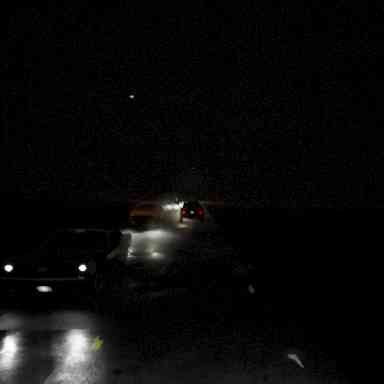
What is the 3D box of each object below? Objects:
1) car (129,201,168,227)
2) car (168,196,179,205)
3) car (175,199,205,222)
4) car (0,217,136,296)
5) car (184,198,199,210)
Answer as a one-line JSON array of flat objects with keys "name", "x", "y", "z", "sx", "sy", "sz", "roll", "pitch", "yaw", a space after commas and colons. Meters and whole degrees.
[{"name": "car", "x": -2.912, "y": 1.405, "z": 22.089, "sx": 1.882, "sy": 1.535, "sz": 5.008, "roll": 0, "pitch": 0, "yaw": 0}, {"name": "car", "x": -3.044, "y": 1.427, "z": 54.935, "sx": 2.128, "sy": 1.511, "sz": 4.902, "roll": 0, "pitch": 0, "yaw": 0}, {"name": "car", "x": -0.004, "y": 1.466, "z": 25.614, "sx": 2.033, "sy": 1.411, "sz": 5.357, "roll": 0, "pitch": 0, "yaw": 0}, {"name": "car", "x": -2.879, "y": 1.568, "z": 8.669, "sx": 1.895, "sy": 1.301, "sz": 4.718, "roll": 0, "pitch": 0, "yaw": 0}, {"name": "car", "x": -0.073, "y": 1.516, "z": 42.445, "sx": 1.895, "sy": 1.301, "sz": 4.718, "roll": 0, "pitch": 0, "yaw": 0}]
